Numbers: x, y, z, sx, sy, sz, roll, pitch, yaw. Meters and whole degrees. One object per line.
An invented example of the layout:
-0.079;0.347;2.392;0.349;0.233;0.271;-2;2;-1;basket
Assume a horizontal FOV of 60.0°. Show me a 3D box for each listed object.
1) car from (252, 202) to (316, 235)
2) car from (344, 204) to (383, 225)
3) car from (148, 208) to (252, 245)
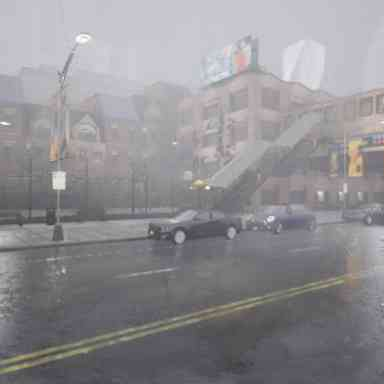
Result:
5.399;1.499;20.052;4.553;1.767;2.185;1;0;-36;car
14.190;1.724;26.280;4.892;1.521;2.231;1;0;-26;car
0.248;1.566;16.207;5.008;1.535;2.097;1;0;-36;car
